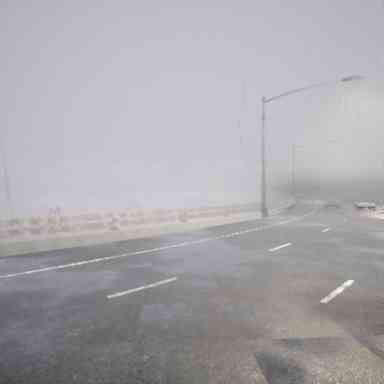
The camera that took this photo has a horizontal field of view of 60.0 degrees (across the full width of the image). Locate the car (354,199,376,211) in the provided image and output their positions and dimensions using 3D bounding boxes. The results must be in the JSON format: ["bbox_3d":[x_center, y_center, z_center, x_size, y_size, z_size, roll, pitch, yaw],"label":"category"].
[{"bbox_3d":[20.368,1.490,39.291,1.895,1.301,4.718,0,0,22],"label":"car"}]

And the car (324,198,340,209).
[{"bbox_3d":[18.260,1.425,43.497,2.033,1.411,5.357,0,0,20],"label":"car"}]
